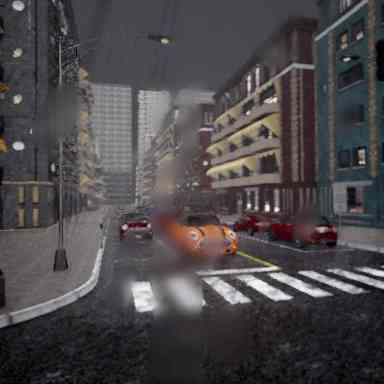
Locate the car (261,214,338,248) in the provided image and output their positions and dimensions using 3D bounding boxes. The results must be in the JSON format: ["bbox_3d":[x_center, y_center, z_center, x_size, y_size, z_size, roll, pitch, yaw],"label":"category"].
[{"bbox_3d":[5.471,1.846,17.028,1.967,1.590,4.097,-1,-1,-13],"label":"car"}]

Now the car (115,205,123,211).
[{"bbox_3d":[-18.683,4.011,85.222,1.752,1.417,4.829,-1,-1,-13],"label":"car"}]

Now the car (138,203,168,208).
[{"bbox_3d":[-4.070,2.313,33.977,2.097,1.767,4.553,0,-2,-13],"label":"car"}]

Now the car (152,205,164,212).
[{"bbox_3d":[-7.243,3.538,71.015,2.008,1.369,4.403,-1,-1,-13],"label":"car"}]

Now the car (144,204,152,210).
[{"bbox_3d":[-12.366,4.146,92.778,1.752,1.417,4.829,-1,-1,-13],"label":"car"}]

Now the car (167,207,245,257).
[{"bbox_3d":[0.408,1.755,14.951,2.097,1.767,4.553,0,-2,-13],"label":"car"}]

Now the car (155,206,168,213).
[{"bbox_3d":[-5.972,3.395,65.616,1.947,1.339,4.313,-1,-1,-13],"label":"car"}]

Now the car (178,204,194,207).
[{"bbox_3d":[-0.894,2.513,44.025,2.192,1.841,5.009,-1,-1,-13],"label":"car"}]

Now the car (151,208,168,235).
[{"bbox_3d":[-1.706,2.144,23.901,1.882,1.535,5.008,0,-2,-13],"label":"car"}]

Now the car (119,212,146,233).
[{"bbox_3d":[-4.741,2.336,25.993,1.802,1.307,4.206,-1,-1,-13],"label":"car"}]

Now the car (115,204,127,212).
[{"bbox_3d":[-12.369,3.144,58.392,1.967,1.590,4.097,-1,-1,-13],"label":"car"}]

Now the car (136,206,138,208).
[{"bbox_3d":[-6.914,2.673,46.284,2.097,1.767,4.553,0,-2,-13],"label":"car"}]

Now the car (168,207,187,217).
[{"bbox_3d":[-2.160,2.907,49.418,2.008,1.369,4.403,-1,-1,-13],"label":"car"}]

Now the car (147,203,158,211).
[{"bbox_3d":[-9.790,3.617,81.819,2.192,1.841,5.009,-1,-1,-13],"label":"car"}]

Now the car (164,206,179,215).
[{"bbox_3d":[-3.430,3.096,54.817,1.802,1.307,4.206,-1,-1,-13],"label":"car"}]

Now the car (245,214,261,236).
[{"bbox_3d":[4.199,2.146,22.423,1.802,1.307,4.206,-1,-1,-13],"label":"car"}]

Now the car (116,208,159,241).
[{"bbox_3d":[-3.474,2.036,20.597,1.967,1.590,4.097,-1,-1,-13],"label":"car"}]

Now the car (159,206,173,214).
[{"bbox_3d":[-4.701,3.254,60.216,1.802,1.307,4.206,-1,-1,-13],"label":"car"}]

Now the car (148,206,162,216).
[{"bbox_3d":[-6.177,3.083,55.329,1.812,1.442,4.674,0,-2,-13],"label":"car"}]
